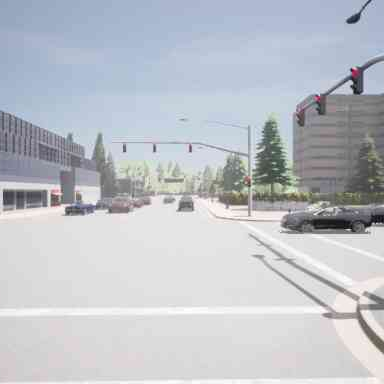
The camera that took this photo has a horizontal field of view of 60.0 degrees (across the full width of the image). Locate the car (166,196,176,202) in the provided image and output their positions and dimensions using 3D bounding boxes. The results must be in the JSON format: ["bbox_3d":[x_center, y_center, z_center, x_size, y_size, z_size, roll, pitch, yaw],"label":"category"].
[{"bbox_3d":[-4.723,1.509,75.330,1.895,1.301,4.718,0,0,-1],"label":"car"}]

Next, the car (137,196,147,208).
[{"bbox_3d":[-7.910,1.564,46.622,1.994,1.385,4.181,0,0,-1],"label":"car"}]

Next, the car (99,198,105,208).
[{"bbox_3d":[-11.382,1.505,44.137,1.837,1.490,4.892,0,0,-1],"label":"car"}]

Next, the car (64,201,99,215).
[{"bbox_3d":[-11.237,1.601,33.692,1.895,1.301,4.718,0,0,-1],"label":"car"}]

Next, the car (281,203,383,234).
[{"bbox_3d":[7.456,1.491,18.544,4.902,1.511,2.128,0,0,-3],"label":"car"}]

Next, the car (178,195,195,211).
[{"bbox_3d":[-0.706,1.505,41.709,1.837,1.490,4.892,0,0,0],"label":"car"}]

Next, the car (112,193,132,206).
[{"bbox_3d":[-11.521,1.223,55.175,2.150,2.045,5.566,0,0,0],"label":"car"}]

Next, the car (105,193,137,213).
[{"bbox_3d":[-7.775,1.352,36.765,2.097,1.767,4.553,0,0,-1],"label":"car"}]

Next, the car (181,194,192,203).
[{"bbox_3d":[-1.091,1.351,67.557,2.097,1.767,4.553,0,0,0],"label":"car"}]

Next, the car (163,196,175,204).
[{"bbox_3d":[-4.577,1.547,64.694,2.033,1.411,5.357,0,0,-1],"label":"car"}]

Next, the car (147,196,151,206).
[{"bbox_3d":[-8.041,1.478,56.617,1.882,1.535,5.008,0,0,0],"label":"car"}]

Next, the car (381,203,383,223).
[{"bbox_3d":[12.501,1.491,22.300,4.902,1.511,2.128,0,0,-1],"label":"car"}]
